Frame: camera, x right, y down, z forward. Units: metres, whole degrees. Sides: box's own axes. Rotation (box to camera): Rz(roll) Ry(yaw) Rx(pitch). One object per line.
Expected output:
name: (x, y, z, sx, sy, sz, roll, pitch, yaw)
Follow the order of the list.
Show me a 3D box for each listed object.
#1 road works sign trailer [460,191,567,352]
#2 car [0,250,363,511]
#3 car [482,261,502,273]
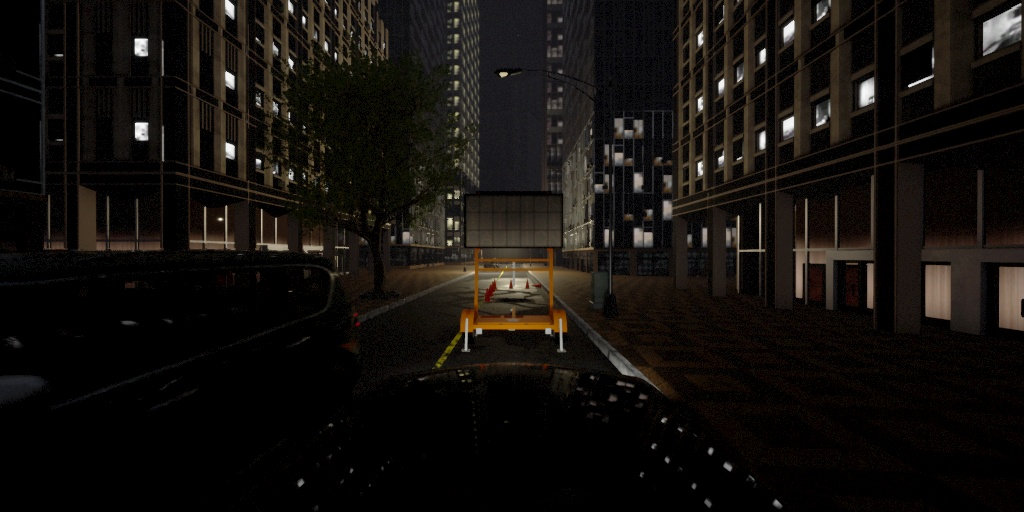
road works sign trailer: (0.042, 0.214, 8.893, 2.380, 3.560, 2.880, 0, 0, 0)
car: (-2.843, 0.971, 2.026, 2.150, 2.045, 5.566, 0, 0, 0)
car: (-2.621, 1.291, 44.595, 1.837, 1.490, 4.892, 0, 0, 0)
